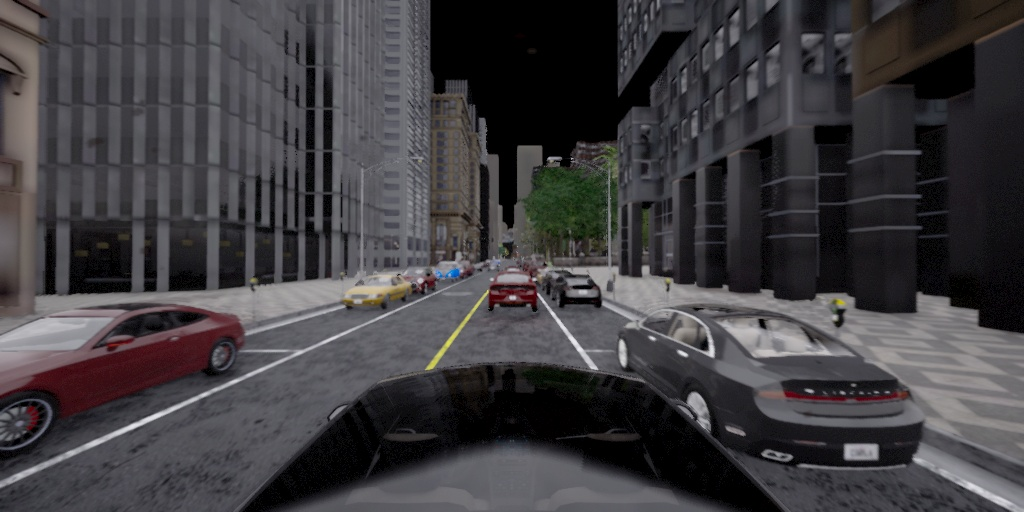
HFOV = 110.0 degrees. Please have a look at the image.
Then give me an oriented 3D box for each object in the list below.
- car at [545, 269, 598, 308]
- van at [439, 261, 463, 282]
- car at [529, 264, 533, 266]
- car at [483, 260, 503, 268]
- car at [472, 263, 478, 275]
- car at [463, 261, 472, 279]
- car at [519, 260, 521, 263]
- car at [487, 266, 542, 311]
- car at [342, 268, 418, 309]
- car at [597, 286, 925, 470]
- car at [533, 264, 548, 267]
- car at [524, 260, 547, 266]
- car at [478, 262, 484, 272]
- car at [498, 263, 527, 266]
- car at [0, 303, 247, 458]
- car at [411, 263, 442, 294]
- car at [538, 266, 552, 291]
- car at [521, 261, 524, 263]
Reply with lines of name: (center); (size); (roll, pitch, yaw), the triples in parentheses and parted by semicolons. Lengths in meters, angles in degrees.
car: (2.756, 1.462, 15.987); (1.948, 1.339, 4.313); (0, 0, 0)
van: (-5.777, 1.405, 32.455); (1.690, 1.789, 3.998); (0, 0, 0)
car: (2.749, 1.646, 32.446); (1.802, 1.307, 4.207); (0, 0, 0)
car: (-3.070, 1.821, 59.012); (2.128, 1.511, 4.902); (0, -1, 0)
car: (-5.782, 1.491, 43.430); (2.192, 1.841, 5.009); (0, 0, 0)
car: (-5.779, 1.560, 37.943); (1.967, 1.591, 4.097); (0, 0, 0)
car: (2.736, 1.652, 59.880); (2.192, 1.841, 5.009); (0, 0, 0)
car: (0.049, 1.367, 15.352); (1.882, 1.535, 5.008); (0, 0, 0)
car: (-5.769, 1.422, 15.823); (1.751, 1.417, 4.829); (0, 0, 0)
car: (2.761, 1.335, 5.014); (2.007, 1.370, 4.403); (0, 0, 0)
car: (2.751, 1.534, 27.130); (1.751, 1.417, 4.829); (0, 0, 0)
car: (2.746, 1.435, 37.933); (2.192, 1.841, 5.009); (0, 0, 0)
car: (-5.789, 1.903, 59.894); (1.948, 1.339, 4.313); (0, 0, 0)
car: (0.039, 1.563, 29.888); (1.812, 1.442, 4.674); (0, 0, 0)
car: (-5.764, 1.366, 5.018); (1.802, 1.307, 4.207); (0, 0, 0)
car: (-5.772, 1.392, 21.481); (1.967, 1.591, 4.097); (0, 0, 0)
car: (2.754, 1.518, 21.474); (1.948, 1.339, 4.313); (0, 0, 0)
car: (2.741, 1.546, 48.906); (2.192, 1.841, 5.009); (0, 0, 0)
